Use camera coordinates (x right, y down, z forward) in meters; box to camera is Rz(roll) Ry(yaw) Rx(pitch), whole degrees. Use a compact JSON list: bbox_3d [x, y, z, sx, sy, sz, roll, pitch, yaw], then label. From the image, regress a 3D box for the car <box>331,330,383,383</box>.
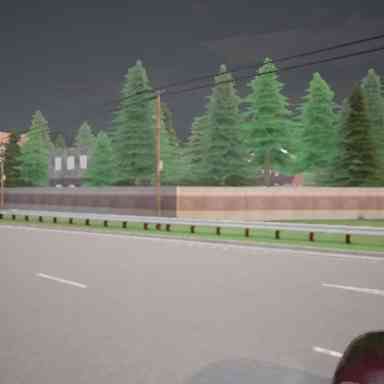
[{"bbox_3d":[2.963,1.570,1.879,4.181,1.385,1.994,0,0,35],"label":"car"}]
